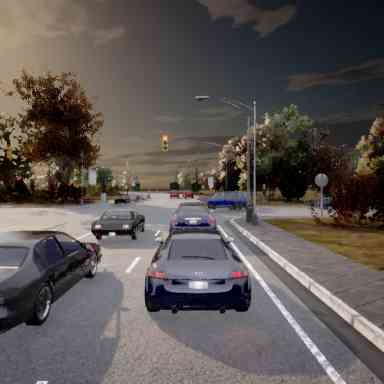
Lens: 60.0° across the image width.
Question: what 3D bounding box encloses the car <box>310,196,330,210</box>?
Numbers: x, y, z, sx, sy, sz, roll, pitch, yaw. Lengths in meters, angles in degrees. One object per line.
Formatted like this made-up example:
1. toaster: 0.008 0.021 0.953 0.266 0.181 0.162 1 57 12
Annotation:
1. car: 16.418 1.251 37.516 5.008 1.535 1.882 0 0 -3

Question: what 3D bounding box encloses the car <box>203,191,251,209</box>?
1. car: 4.171 0.978 40.282 5.566 2.045 2.150 0 0 -4

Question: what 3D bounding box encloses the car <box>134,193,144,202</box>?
1. car: -10.819 1.094 61.212 2.128 1.511 4.902 0 0 0

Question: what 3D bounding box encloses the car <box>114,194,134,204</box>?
1. car: -10.805 1.273 52.110 1.895 1.301 4.718 0 0 0

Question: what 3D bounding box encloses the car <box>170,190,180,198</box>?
1. car: -4.273 0.590 82.902 2.150 2.045 5.566 0 1 -3

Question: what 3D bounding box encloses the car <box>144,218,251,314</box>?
1. car: 0.079 1.541 7.668 1.994 1.385 4.181 0 0 -1

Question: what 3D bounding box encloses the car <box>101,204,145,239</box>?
1. car: -3.482 1.519 16.622 1.895 1.301 4.718 0 0 -1

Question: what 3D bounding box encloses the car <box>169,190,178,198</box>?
1. car: -5.107 0.442 93.644 2.150 2.045 5.566 0 1 -7

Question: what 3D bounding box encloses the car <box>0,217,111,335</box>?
1. car: -3.418 1.528 6.978 2.033 1.411 5.357 0 0 -1

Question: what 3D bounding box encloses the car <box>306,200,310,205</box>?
1. car: 16.685 1.227 41.041 5.008 1.535 1.882 0 0 -3

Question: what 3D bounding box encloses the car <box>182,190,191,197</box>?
1. car: -1.619 0.401 94.035 2.097 1.767 4.553 0 1 -7

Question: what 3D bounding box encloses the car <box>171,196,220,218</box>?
1. car: 0.039 1.273 16.301 2.097 1.767 4.553 0 0 0

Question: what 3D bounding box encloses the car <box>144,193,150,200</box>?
1. car: -10.865 1.101 71.169 1.895 1.301 4.718 0 1 -1

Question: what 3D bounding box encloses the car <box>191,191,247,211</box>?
1. car: 3.165 1.010 35.812 5.566 2.045 2.150 0 0 -15

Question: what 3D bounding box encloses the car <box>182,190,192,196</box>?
1. car: -0.799 0.573 83.388 2.150 2.045 5.566 0 1 -4
